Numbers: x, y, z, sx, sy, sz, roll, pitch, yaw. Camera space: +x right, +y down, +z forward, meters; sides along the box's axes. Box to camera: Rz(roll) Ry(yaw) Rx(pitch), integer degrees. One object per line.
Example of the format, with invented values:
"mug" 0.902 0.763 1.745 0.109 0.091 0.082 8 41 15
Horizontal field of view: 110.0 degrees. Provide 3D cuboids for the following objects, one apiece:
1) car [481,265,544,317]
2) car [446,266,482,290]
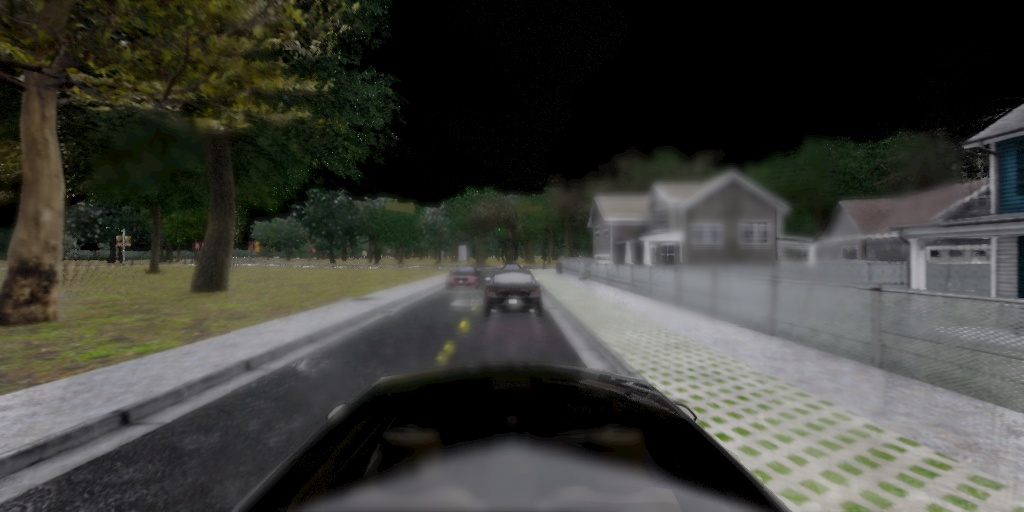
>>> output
"car" 0.093 1.249 13.235 1.882 1.535 5.008 0 0 0
"car" -2.846 1.357 22.653 1.994 1.385 4.181 0 0 0
